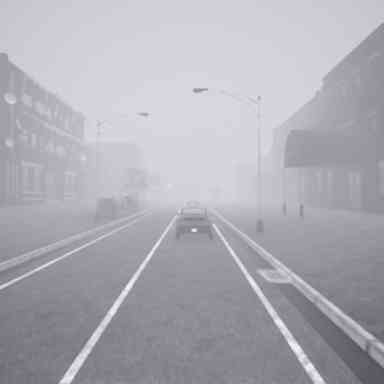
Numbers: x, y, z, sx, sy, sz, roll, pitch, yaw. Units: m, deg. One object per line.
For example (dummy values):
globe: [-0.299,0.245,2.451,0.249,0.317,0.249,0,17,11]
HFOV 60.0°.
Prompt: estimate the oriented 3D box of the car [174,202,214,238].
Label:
car: [0.104,1.529,17.850,1.837,1.490,4.892,0,0,0]
